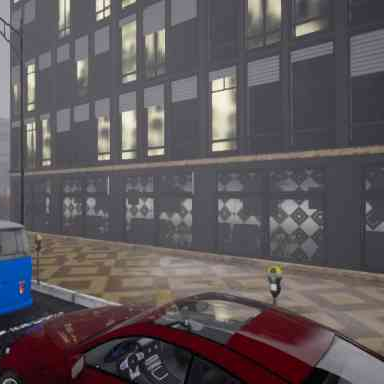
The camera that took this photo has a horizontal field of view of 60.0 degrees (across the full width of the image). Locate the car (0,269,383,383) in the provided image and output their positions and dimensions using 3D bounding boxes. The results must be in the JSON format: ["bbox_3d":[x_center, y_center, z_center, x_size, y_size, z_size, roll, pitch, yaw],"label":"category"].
[{"bbox_3d":[0.000,1.582,2.836,4.206,1.307,1.802,0,0,35],"label":"car"}]

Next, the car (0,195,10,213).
[{"bbox_3d":[-14.535,1.357,28.246,2.192,1.841,5.009,-1,-1,35],"label":"car"}]

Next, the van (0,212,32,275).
[{"bbox_3d":[-4.633,1.342,6.138,3.998,1.788,1.690,0,0,35],"label":"van"}]
